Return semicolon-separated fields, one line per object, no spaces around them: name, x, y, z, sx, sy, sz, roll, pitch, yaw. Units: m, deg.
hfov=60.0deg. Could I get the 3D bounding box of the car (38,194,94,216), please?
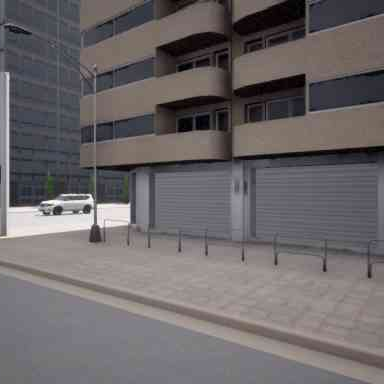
car;-12.432;1.221;33.383;2.150;2.045;5.566;0;0;36
